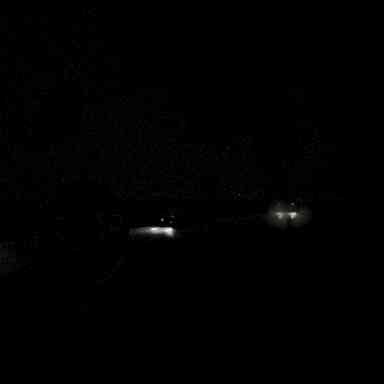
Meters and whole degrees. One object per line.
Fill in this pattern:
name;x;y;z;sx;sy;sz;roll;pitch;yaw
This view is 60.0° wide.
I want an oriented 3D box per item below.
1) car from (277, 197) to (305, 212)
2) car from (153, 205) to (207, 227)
car;12.013;1.446;40.157;2.097;1.767;4.553;-2;-1;37
car;-0.731;1.592;22.828;1.994;1.385;4.181;-2;-1;36
